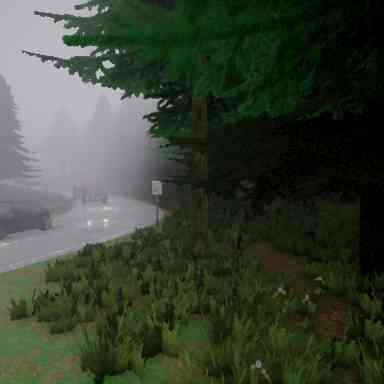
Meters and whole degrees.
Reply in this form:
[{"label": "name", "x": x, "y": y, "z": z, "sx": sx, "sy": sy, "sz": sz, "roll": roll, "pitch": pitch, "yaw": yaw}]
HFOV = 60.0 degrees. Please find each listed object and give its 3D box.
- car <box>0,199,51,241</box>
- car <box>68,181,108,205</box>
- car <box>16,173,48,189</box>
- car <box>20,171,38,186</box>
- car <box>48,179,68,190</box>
[{"label": "car", "x": -8.975, "y": 1.204, "z": 16.083, "sx": 2.097, "sy": 1.767, "sz": 4.553, "roll": 0, "pitch": 2, "yaw": 14}, {"label": "car", "x": -10.167, "y": 0.000, "z": 32.944, "sx": 2.150, "sy": 2.045, "sz": 5.566, "roll": 0, "pitch": 5, "yaw": -34}, {"label": "car", "x": -21.321, "y": -1.446, "z": 43.151, "sx": 5.008, "sy": 1.535, "sz": 1.882, "roll": 6, "pitch": 4, "yaw": 37}, {"label": "car", "x": -25.775, "y": -2.127, "z": 52.419, "sx": 2.150, "sy": 2.045, "sz": 5.566, "roll": 0, "pitch": 5, "yaw": -30}, {"label": "car", "x": -18.443, "y": -0.951, "z": 45.363, "sx": 4.892, "sy": 1.490, "sz": 1.837, "roll": 6, "pitch": 4, "yaw": 38}]
